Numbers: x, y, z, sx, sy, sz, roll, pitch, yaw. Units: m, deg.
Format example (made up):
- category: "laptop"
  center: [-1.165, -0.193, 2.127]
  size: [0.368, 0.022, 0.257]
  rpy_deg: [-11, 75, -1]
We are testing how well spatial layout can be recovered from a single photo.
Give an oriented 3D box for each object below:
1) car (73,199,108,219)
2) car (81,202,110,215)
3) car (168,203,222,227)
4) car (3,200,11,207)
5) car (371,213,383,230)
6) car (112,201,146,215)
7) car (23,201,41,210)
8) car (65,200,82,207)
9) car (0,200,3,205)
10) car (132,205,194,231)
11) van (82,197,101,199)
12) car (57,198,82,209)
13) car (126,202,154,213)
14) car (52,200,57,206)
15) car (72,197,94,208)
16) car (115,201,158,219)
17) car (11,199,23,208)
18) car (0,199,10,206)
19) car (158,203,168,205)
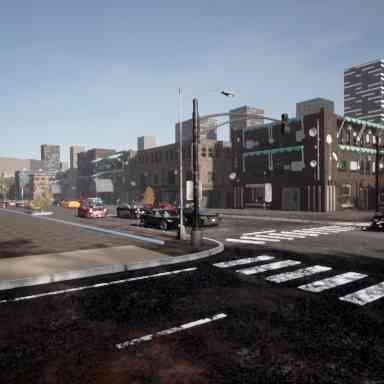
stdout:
- category: "car"
  center: [-10.263, 1.849, 34.141]
  size: [1.967, 1.590, 4.097]
  rpy_deg: [-1, 0, -37]
- category: "car"
  center: [-11.849, 1.978, 40.623]
  size: [1.812, 1.442, 4.674]
  rpy_deg: [-1, 0, -36]
- category: "car"
  center: [0.261, 1.786, 24.396]
  size: [1.994, 1.385, 4.181]
  rpy_deg: [-1, 0, -38]
- category: "car"
  center: [-40.105, 2.383, 74.029]
  size: [1.967, 1.590, 4.097]
  rpy_deg: [-1, 0, -37]
- category: "car"
  center: [12.775, 1.509, 19.319]
  size: [4.892, 1.490, 1.837]
  rpy_deg: [0, 1, -16]
- category: "car"
  center: [-7.736, 1.882, 40.442]
  size: [2.128, 1.511, 4.902]
  rpy_deg: [-1, 0, -37]
- category: "car"
  center: [-26.738, 2.236, 56.165]
  size: [1.752, 1.417, 4.829]
  rpy_deg: [-1, 0, -37]
- category: "car"
  center: [-23.446, 2.232, 65.755]
  size: [1.887, 1.381, 4.507]
  rpy_deg: [-1, 0, -37]
- category: "car"
  center: [-43.418, 2.550, 78.462]
  size: [2.008, 1.369, 4.403]
  rpy_deg: [-1, 0, -37]
- category: "car"
  center: [-2.044, 1.817, 22.958]
  size: [1.947, 1.339, 4.313]
  rpy_deg: [-2, 0, -37]
- category: "van"
  center: [-16.819, 1.911, 56.891]
  size: [1.690, 1.788, 3.998]
  rpy_deg: [-1, 0, -37]
- category: "car"
  center: [-21.748, 1.998, 59.171]
  size: [2.097, 1.767, 4.553]
  rpy_deg: [-1, 0, -37]
- category: "car"
  center: [-6.865, 1.970, 43.595]
  size: [1.802, 1.307, 4.206]
  rpy_deg: [-2, 0, -37]
- category: "car"
  center: [-30.078, 2.369, 74.620]
  size: [1.947, 1.339, 4.313]
  rpy_deg: [-1, 0, -37]
- category: "car"
  center: [-20.136, 1.944, 61.323]
  size: [2.192, 1.841, 5.009]
  rpy_deg: [-1, 0, -37]
- category: "car"
  center: [-5.723, 1.828, 32.420]
  size: [2.128, 1.511, 4.902]
  rpy_deg: [-1, 0, -37]
- category: "car"
  center: [-33.471, 2.379, 65.166]
  size: [2.008, 1.369, 4.403]
  rpy_deg: [-1, 0, -37]
- category: "car"
  center: [-46.734, 2.601, 82.893]
  size: [1.887, 1.381, 4.507]
  rpy_deg: [-1, 0, -37]
- category: "car"
  center: [-3.551, 1.908, 39.164]
  size: [1.802, 1.307, 4.206]
  rpy_deg: [-2, 0, -37]
